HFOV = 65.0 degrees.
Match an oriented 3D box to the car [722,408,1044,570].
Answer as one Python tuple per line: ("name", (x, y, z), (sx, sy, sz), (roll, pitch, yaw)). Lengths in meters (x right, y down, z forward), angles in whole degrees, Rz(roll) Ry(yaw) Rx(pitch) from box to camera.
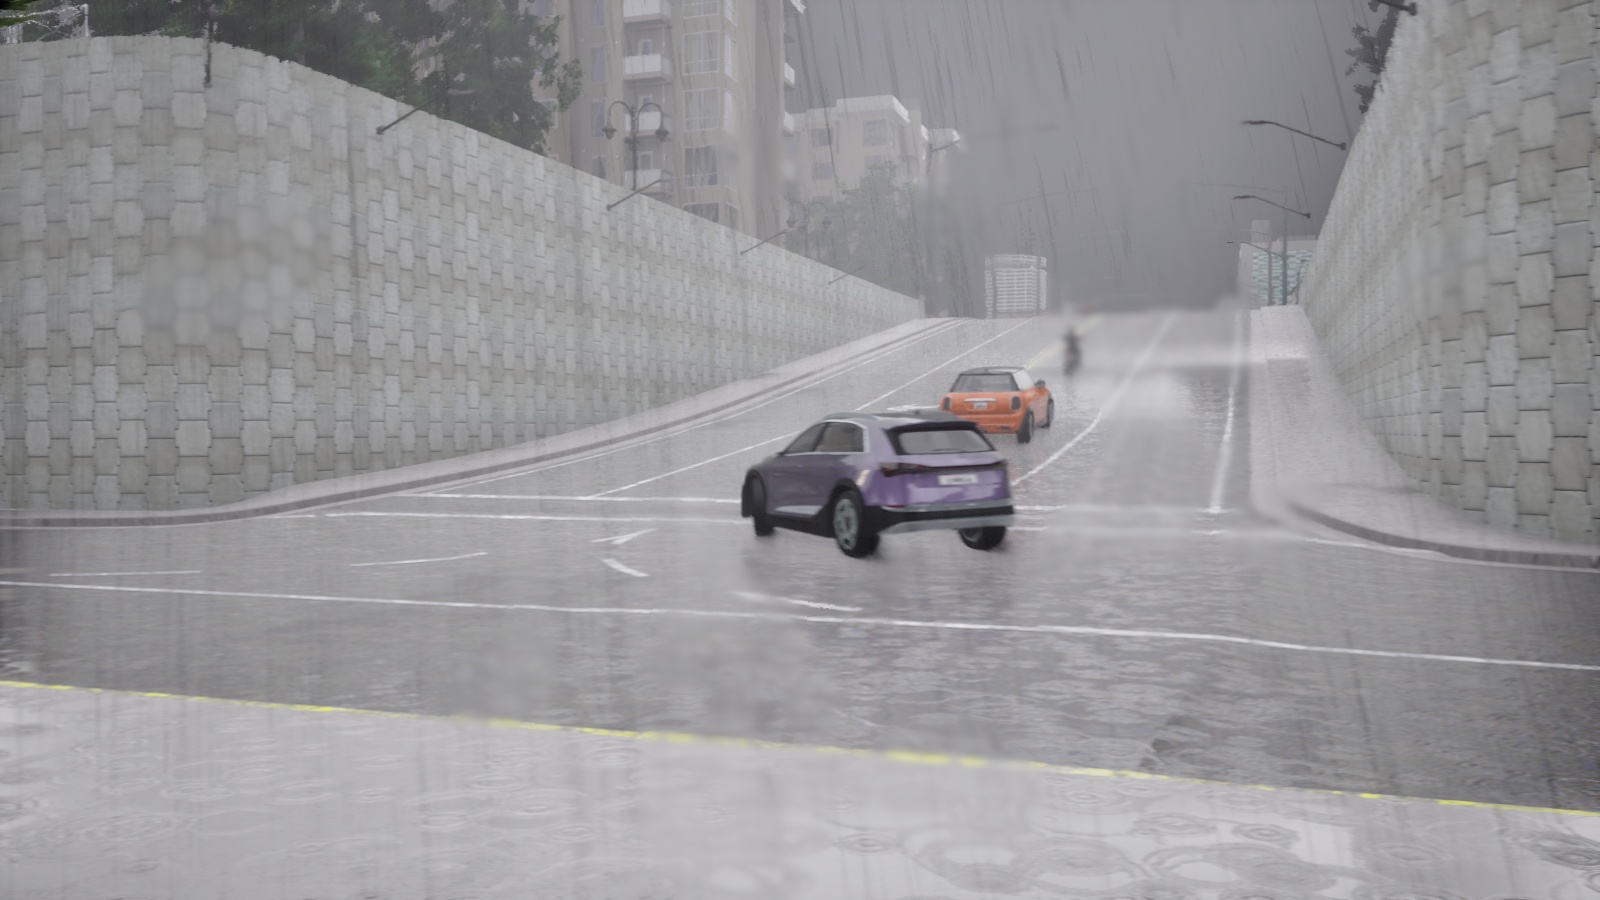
("car", (0.802, 0.332, 15.671), (2.033, 1.649, 4.856), (-2, 2, -23))

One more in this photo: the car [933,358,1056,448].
("car", (4.804, -1.220, 30.410), (2.097, 1.767, 4.553), (1, 7, 20))

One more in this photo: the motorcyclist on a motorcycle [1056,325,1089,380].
("motorcyclist on a motorcycle", (9.347, -3.364, 42.989), (0.766, 1.649, 2.350), (1, 10, 20))
